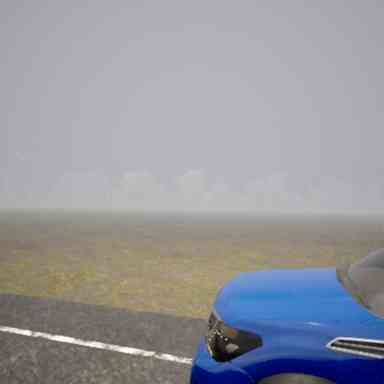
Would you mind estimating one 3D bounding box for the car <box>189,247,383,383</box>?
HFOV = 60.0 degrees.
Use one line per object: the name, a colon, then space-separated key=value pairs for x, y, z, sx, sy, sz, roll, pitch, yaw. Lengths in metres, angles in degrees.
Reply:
car: x=2.791 y=1.272 z=2.845 sx=5.566 sy=2.045 sz=2.150 roll=1 pitch=0 yaw=17
